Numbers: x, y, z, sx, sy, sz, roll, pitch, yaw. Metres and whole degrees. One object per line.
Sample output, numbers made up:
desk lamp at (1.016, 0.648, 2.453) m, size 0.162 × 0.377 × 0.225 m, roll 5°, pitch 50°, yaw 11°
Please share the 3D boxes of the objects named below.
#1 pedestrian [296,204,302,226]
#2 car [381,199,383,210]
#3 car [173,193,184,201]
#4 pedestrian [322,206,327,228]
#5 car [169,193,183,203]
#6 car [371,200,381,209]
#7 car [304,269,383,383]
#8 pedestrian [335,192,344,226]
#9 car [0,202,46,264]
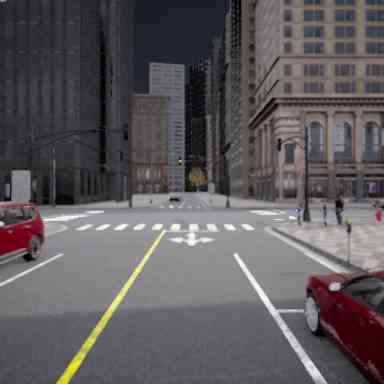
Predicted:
pedestrian at (6.125, 1.276, 19.007) m, size 0.375 × 1.300 × 0.375 m, roll 0°, pitch 0°, yaw 0°
car at (22.251, 1.249, 32.984) m, size 5.357 × 1.411 × 2.033 m, roll 0°, pitch 0°, yaw 0°
car at (-2.989, 1.083, 74.536) m, size 2.128 × 1.511 × 4.902 m, roll 0°, pitch 0°, yaw 0°
pedestrian at (7.126, 0.983, 17.808) m, size 0.375 × 1.860 × 0.375 m, roll 0°, pitch 0°, yaw 0°
car at (-3.011, 1.233, 58.558) m, size 1.895 × 1.301 × 4.718 m, roll 0°, pitch 0°, yaw 0°
car at (22.114, 1.193, 36.231) m, size 4.902 × 1.511 × 2.128 m, roll 0°, pitch 0°, yaw 0°
car at (2.671, 1.515, 3.676) m, size 1.887 × 1.381 × 4.507 m, roll 0°, pitch 0°, yaw 0°
pedestrian at (8.126, 0.927, 18.408) m, size 0.375 × 1.860 × 0.375 m, roll 0°, pitch 0°, yaw 0°
car at (-5.854, 1.245, 9.132) m, size 2.192 × 1.841 × 5.009 m, roll 0°, pitch 0°, yaw 0°
